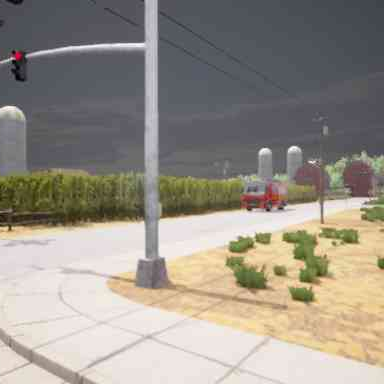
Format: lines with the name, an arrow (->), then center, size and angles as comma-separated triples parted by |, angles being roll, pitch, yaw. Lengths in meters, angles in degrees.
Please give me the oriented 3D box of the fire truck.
fire truck -> 9.253, 0.423, 41.613 | 2.891, 3.827, 8.468 | 0, 0, 33
